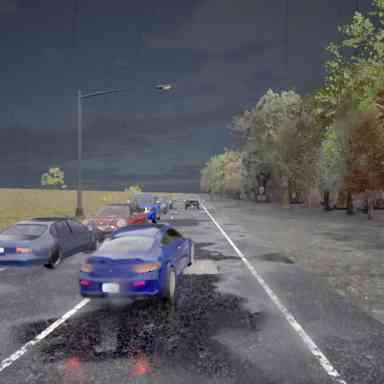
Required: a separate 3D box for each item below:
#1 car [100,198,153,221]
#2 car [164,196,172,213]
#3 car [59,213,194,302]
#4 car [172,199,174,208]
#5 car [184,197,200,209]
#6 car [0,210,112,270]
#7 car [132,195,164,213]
[{"bbox_3d":[-3.551,1.354,15.889,2.097,1.767,4.553,0,0,6],"label":"car"},{"bbox_3d":[-3.619,1.351,35.228,2.097,1.767,4.553,0,0,0],"label":"car"},{"bbox_3d":[-1.117,1.505,8.248,1.812,1.442,4.674,-2,1,9],"label":"car"},{"bbox_3d":[-3.626,1.347,45.234,2.097,1.767,4.553,0,0,0],"label":"car"},{"bbox_3d":[0.028,1.501,44.312,1.837,1.490,4.892,0,0,0],"label":"car"},{"bbox_3d":[-4.713,1.549,11.120,2.033,1.411,5.357,0,0,6],"label":"car"},{"bbox_3d":[-3.622,1.223,25.223,2.150,2.045,5.566,0,0,-1],"label":"car"}]
